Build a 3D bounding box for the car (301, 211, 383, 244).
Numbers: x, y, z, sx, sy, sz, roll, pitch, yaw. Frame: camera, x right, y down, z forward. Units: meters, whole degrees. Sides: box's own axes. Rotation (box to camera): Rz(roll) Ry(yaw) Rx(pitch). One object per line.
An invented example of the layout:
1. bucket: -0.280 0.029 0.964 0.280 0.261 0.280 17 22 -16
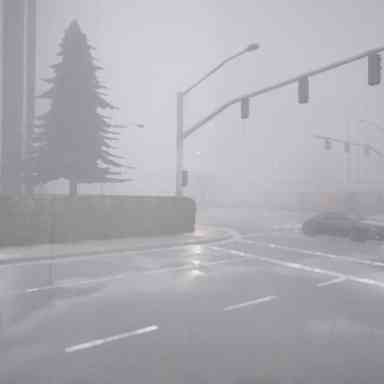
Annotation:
1. car: 7.745 1.689 16.967 1.994 1.385 4.181 1 0 -35
